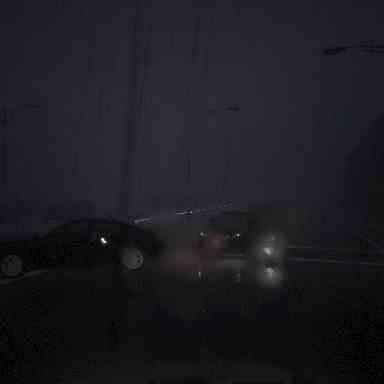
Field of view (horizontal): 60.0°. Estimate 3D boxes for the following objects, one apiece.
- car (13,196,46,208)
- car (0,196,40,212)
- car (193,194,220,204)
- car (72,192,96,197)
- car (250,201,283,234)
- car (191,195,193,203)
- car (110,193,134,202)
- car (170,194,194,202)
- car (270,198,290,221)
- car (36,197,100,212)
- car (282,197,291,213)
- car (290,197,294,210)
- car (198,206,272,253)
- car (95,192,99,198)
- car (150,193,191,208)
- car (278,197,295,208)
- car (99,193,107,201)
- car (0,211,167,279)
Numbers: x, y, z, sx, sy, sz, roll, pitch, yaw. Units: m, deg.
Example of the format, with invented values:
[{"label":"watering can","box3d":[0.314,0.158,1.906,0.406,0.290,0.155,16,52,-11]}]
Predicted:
[{"label":"car","box3d":[-21.645,1.273,44.288,3.633,1.501,1.845,0,0,19]},{"label":"car","box3d":[-15.079,1.356,29.404,3.806,1.475,1.970,0,0,19]},{"label":"car","box3d":[1.727,1.126,56.763,5.027,1.636,2.152,0,0,19]},{"label":"car","box3d":[-18.401,1.249,53.739,4.514,1.523,2.007,0,0,19]},{"label":"car","box3d":[3.984,1.490,19.282,1.837,1.490,4.892,0,0,19]},{"label":"car","box3d":[-2.376,1.053,44.644,3.866,1.878,1.905,0,0,19]},{"label":"car","box3d":[-13.732,1.046,65.310,4.605,1.855,1.932,0,0,19]},{"label":"car","box3d":[-2.024,1.258,68.675,4.514,1.523,2.007,0,0,19]},{"label":"car","box3d":[5.901,1.475,24.927,2.128,1.511,4.902,0,0,19]},{"label":"car","box3d":[-9.006,1.356,24.201,3.633,1.501,1.845,0,0,19]},{"label":"car","box3d":[7.785,1.487,30.488,1.837,1.490,4.892,0,0,19]},{"label":"car","box3d":[9.830,1.544,36.525,1.994,1.385,4.181,0,0,19]},{"label":"car","box3d":[1.832,1.514,13.876,1.812,1.442,4.674,0,0,24]},{"label":"car","box3d":[-21.776,1.298,67.993,3.806,1.475,1.970,0,0,19]},{"label":"car","box3d":[-2.917,1.074,41.759,4.605,1.855,1.932,0,0,19]},{"label":"car","box3d":[13.596,1.468,47.653,2.128,1.511,4.902,0,0,19]},{"label":"car","box3d":[-20.131,1.014,70.946,3.866,1.878,1.905,0,0,19]},{"label":"car","box3d":[-3.271,1.475,9.857,5.008,1.535,1.882,0,0,-15]}]
